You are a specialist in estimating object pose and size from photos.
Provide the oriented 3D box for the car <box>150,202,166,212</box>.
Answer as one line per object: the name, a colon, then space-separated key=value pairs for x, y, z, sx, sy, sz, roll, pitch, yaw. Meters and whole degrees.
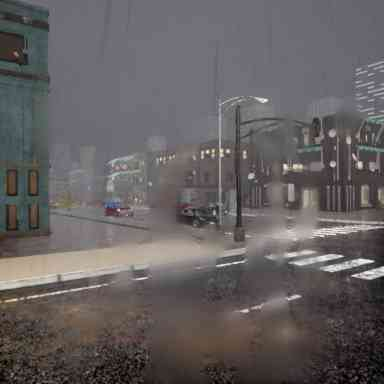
car: x=-4.161 y=1.966 z=44.887 sx=1.802 sy=1.307 sz=4.206 roll=-1 pitch=0 yaw=-35

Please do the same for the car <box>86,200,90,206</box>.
car: x=-20.158 y=2.228 z=67.472 sx=1.887 sy=1.381 sz=4.507 roll=-1 pitch=0 yaw=-35

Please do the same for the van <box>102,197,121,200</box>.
van: x=-13.765 y=1.907 z=58.438 sx=1.690 sy=1.788 sz=3.998 roll=-1 pitch=0 yaw=-35

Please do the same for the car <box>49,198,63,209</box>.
car: x=-23.699 y=2.233 z=57.971 sx=1.752 sy=1.417 sz=4.829 roll=-1 pitch=0 yaw=-35

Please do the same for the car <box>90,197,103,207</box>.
car: x=-16.965 y=1.940 z=62.954 sx=2.192 sy=1.841 sz=5.009 roll=-1 pitch=0 yaw=-35

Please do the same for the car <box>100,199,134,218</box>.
car: x=-7.804 y=1.846 z=35.524 sx=1.967 sy=1.590 sz=4.097 roll=-1 pitch=0 yaw=-35

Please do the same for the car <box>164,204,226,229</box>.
car: x=0.120 y=1.814 z=24.130 sx=1.947 sy=1.339 sz=4.313 roll=-1 pitch=0 yaw=-35

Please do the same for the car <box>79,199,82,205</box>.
car: x=-26.556 y=2.364 z=76.506 sx=1.947 sy=1.339 sz=4.313 roll=-1 pitch=0 yaw=-35

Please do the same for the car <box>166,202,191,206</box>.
car: x=-0.963 y=1.904 z=40.370 sx=1.802 sy=1.307 sz=4.206 roll=-2 pitch=0 yaw=-35

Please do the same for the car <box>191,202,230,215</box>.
car: x=2.235 y=1.810 z=35.853 sx=2.008 sy=1.369 sz=4.403 roll=-2 pitch=0 yaw=-35
